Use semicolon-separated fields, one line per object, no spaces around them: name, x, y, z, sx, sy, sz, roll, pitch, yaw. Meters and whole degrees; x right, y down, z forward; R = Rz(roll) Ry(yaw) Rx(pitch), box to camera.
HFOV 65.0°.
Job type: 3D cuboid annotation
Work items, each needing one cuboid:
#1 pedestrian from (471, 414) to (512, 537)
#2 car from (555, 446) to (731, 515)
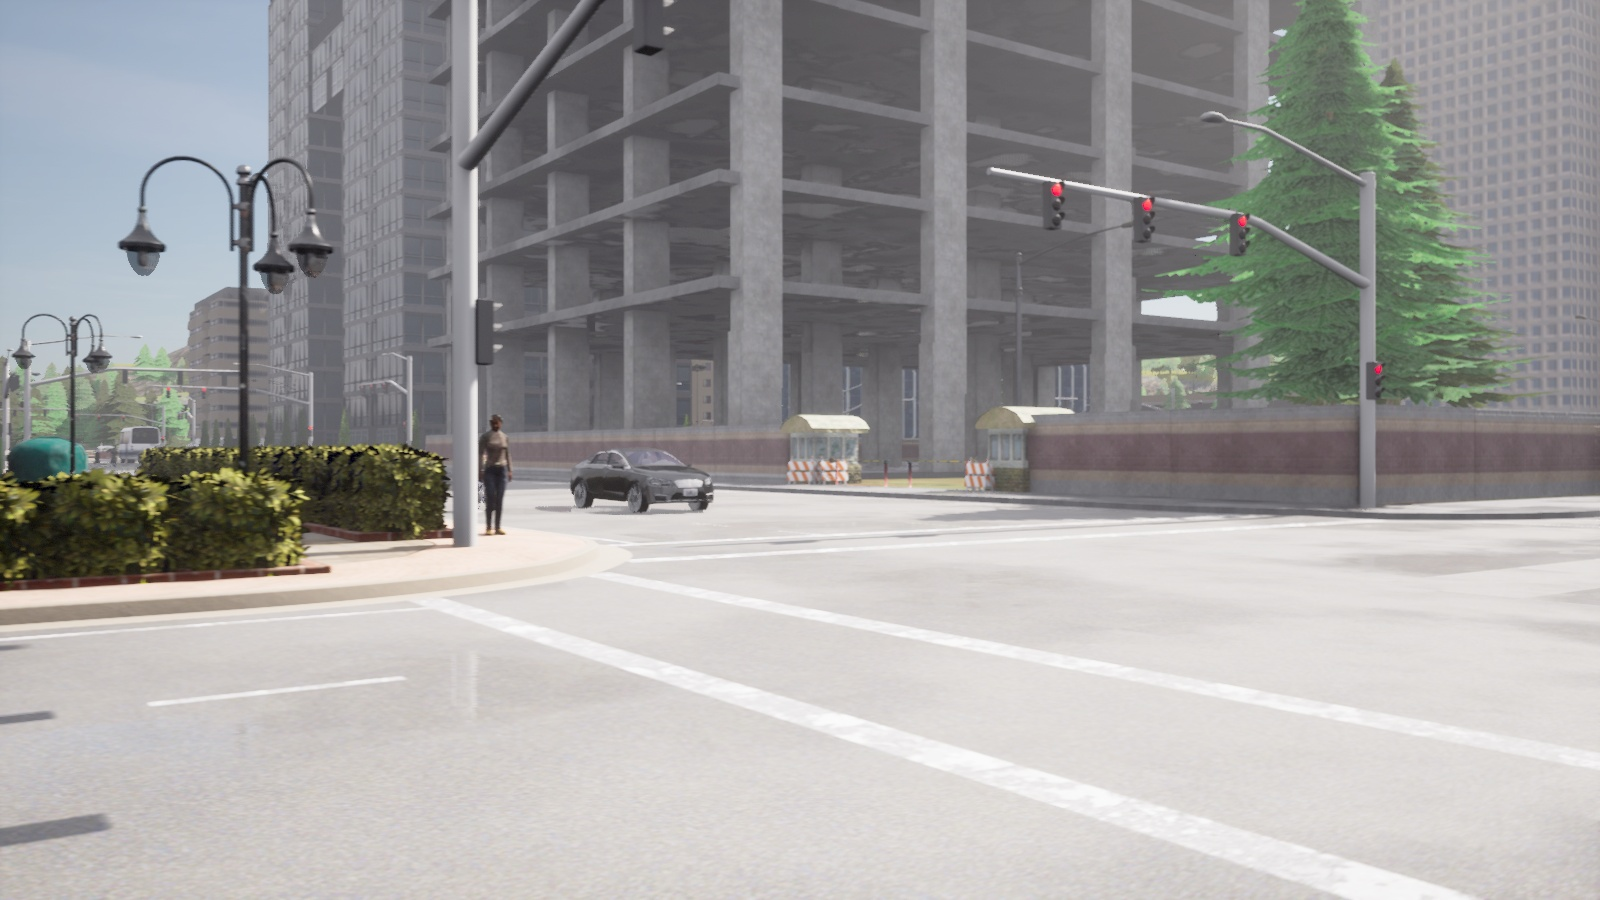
pedestrian;-4.640;0.371;18.872;0.328;1.805;0.869;0;0;-33
car;-3.886;0.670;30.295;2.128;1.511;4.902;0;0;-35
